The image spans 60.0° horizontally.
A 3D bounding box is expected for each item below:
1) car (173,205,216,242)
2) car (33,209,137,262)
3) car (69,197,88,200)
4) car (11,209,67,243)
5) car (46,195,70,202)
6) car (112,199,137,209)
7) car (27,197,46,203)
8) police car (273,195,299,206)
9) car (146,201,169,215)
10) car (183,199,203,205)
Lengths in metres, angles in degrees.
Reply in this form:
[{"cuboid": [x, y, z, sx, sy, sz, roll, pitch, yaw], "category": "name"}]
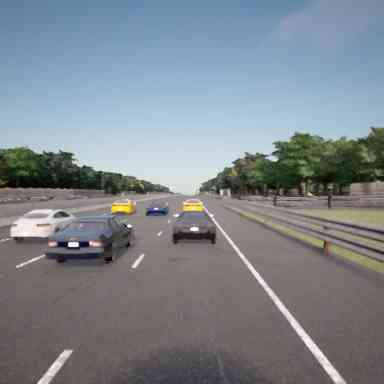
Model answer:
[{"cuboid": [0.103, 1.567, 16.261, 1.994, 1.385, 4.181, 0, 0, 0], "category": "car"}, {"cuboid": [-3.398, 1.551, 12.037, 2.033, 1.411, 5.357, 0, 0, 0], "category": "car"}, {"cuboid": [-17.497, 1.562, 53.146, 1.994, 1.385, 4.181, 0, 0, 0], "category": "car"}, {"cuboid": [-6.896, 1.529, 16.092, 1.812, 1.442, 4.674, 0, 0, 0], "category": "car"}, {"cuboid": [-20.994, 1.348, 53.416, 2.097, 1.767, 4.553, 0, 0, 0], "category": "car"}, {"cuboid": [-6.893, 1.475, 34.300, 1.882, 1.535, 5.008, 0, 0, 0], "category": "car"}, {"cuboid": [-24.498, 1.563, 52.951, 1.994, 1.385, 4.181, 0, 0, 0], "category": "car"}, {"cuboid": [14.036, 1.299, 50.126, 1.930, 1.638, 5.238, 0, 0, -19], "category": "police car"}, {"cuboid": [-3.393, 1.562, 33.354, 1.994, 1.385, 4.181, 0, 0, 0], "category": "car"}, {"cuboid": [0.107, 1.475, 34.120, 1.882, 1.535, 5.008, 0, 0, 0], "category": "car"}]
